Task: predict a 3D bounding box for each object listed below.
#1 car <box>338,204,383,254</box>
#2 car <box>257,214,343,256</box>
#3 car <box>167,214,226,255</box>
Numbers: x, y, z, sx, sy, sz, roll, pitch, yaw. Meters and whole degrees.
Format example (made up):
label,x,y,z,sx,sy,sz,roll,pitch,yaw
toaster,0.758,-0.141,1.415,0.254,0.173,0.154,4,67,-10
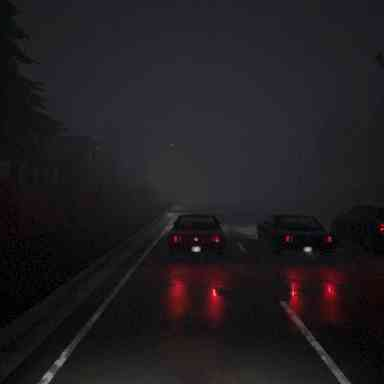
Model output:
label,x,y,z,sx,sy,sz,roll,pitch,yaw
car,7.220,1.242,13.121,2.097,1.767,4.553,0,0,2
car,3.703,1.495,12.659,1.895,1.301,4.718,0,0,2
car,0.203,1.495,12.716,1.895,1.301,4.718,0,0,2
